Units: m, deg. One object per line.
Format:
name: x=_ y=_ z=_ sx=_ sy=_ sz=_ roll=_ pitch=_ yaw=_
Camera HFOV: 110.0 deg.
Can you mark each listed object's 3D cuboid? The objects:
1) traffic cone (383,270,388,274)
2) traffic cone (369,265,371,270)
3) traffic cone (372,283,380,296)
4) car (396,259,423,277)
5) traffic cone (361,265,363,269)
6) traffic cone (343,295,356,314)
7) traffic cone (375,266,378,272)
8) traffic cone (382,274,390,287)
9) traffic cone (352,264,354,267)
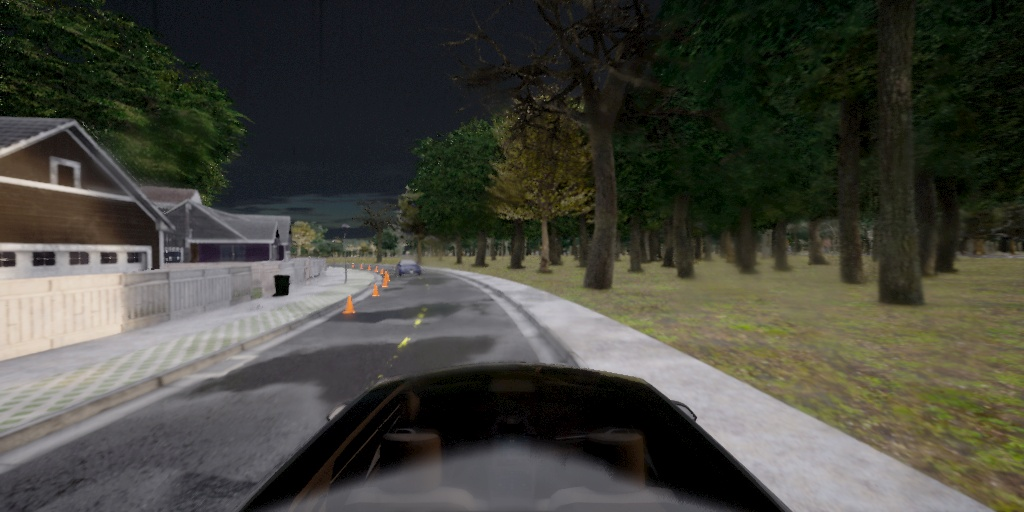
traffic cone: x=-9.086 y=1.518 z=26.234 sx=0.340 sy=0.580 sz=0.340 roll=0 pitch=0 yaw=-19
traffic cone: x=-17.391 y=1.421 z=43.786 sx=0.340 sy=0.580 sz=0.340 roll=0 pitch=0 yaw=-32
traffic cone: x=-6.421 y=1.588 z=16.882 sx=0.340 sy=0.580 sz=0.340 roll=0 pitch=0 yaw=-13
car: x=-9.200 y=1.036 z=31.803 sx=1.812 sy=1.442 sz=4.674 roll=-1 pitch=1 yaw=-23
traffic cone: x=-20.053 y=1.408 z=47.858 sx=0.340 sy=0.580 sz=0.340 roll=0 pitch=0 yaw=-35
traffic cone: x=-5.476 y=1.629 z=12.112 sx=0.340 sy=0.580 sz=0.340 roll=0 pitch=0 yaw=-10
traffic cone: x=-14.957 y=1.439 z=39.575 sx=0.340 sy=0.580 sz=0.340 roll=0 pitch=0 yaw=-28
traffic cone: x=-7.625 y=1.551 z=21.594 sx=0.340 sy=0.580 sz=0.340 roll=0 pitch=0 yaw=-16
traffic cone: x=-22.933 y=1.400 z=51.777 sx=0.340 sy=0.580 sz=0.340 roll=0 pitch=0 yaw=-38
